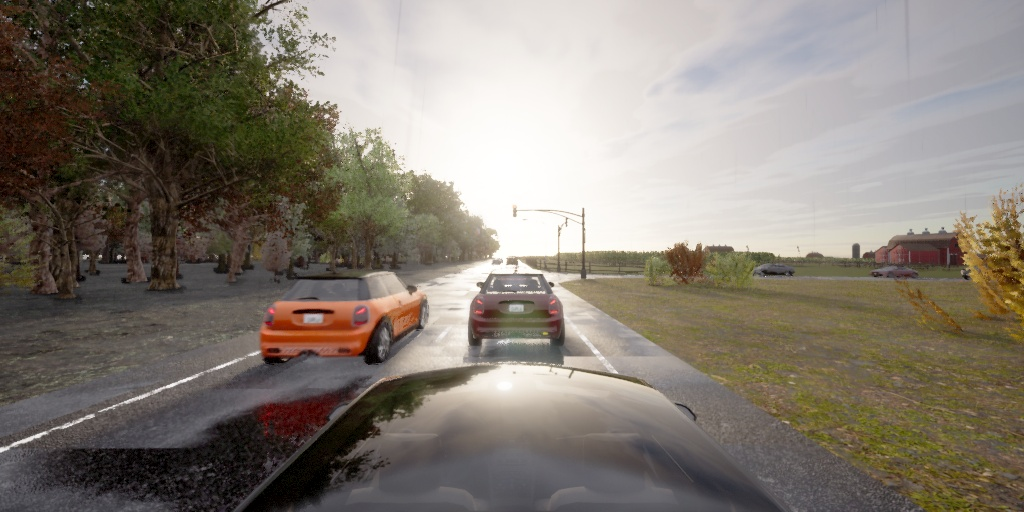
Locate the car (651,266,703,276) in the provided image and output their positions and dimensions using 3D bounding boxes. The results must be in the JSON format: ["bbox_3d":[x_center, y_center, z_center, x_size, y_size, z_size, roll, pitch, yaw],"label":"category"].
[{"bbox_3d":[18.701,1.559,40.835,5.357,1.411,2.033,1,-1,0],"label":"car"}]

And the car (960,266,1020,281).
[{"bbox_3d":[49.622,1.780,37.111,4.902,1.511,2.128,1,-1,0],"label":"car"}]

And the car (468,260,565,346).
[{"bbox_3d":[0.095,1.104,9.570,2.097,1.767,4.553,0,0,0],"label":"car"}]

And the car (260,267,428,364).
[{"bbox_3d":[-3.402,1.103,8.261,2.097,1.767,4.553,0,0,0],"label":"car"}]

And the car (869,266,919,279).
[{"bbox_3d":[43.263,1.842,40.720,4.181,1.385,1.994,0,-1,0],"label":"car"}]

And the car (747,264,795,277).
[{"bbox_3d":[29.367,1.620,40.794,4.902,1.511,2.128,1,-1,0],"label":"car"}]
